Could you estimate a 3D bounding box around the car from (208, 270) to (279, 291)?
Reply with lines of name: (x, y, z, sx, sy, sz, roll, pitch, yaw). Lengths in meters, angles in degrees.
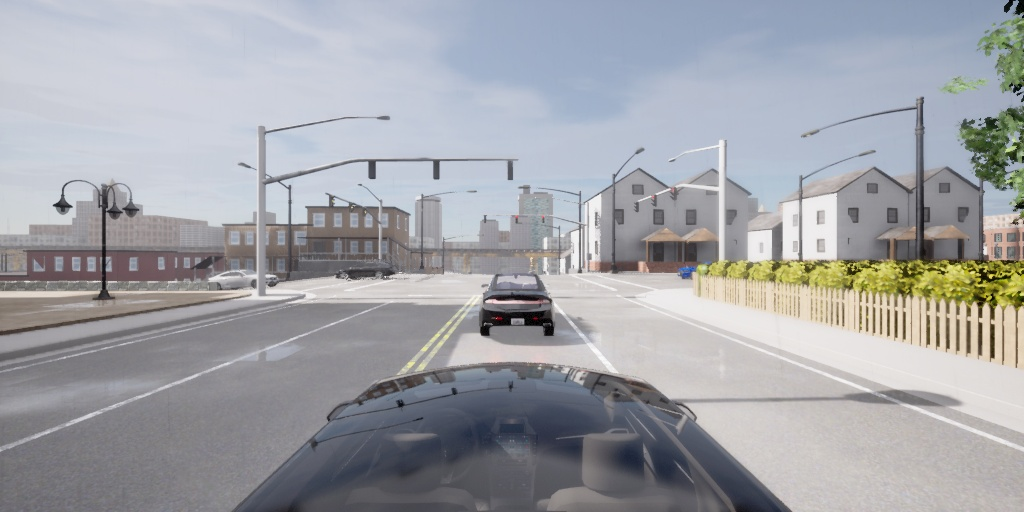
car: (-19.659, 1.742, 26.244, 4.674, 1.442, 1.812, -4, 0, 1)

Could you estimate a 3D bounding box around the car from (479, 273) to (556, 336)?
car: (0.118, 1.242, 10.372, 2.128, 1.511, 4.902, 0, 0, 0)

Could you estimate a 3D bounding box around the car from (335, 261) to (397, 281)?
car: (-12.214, 1.233, 30.047, 4.892, 1.490, 1.837, -2, 0, -1)

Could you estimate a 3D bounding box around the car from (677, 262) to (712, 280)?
car: (16.668, 1.228, 30.409, 5.008, 1.535, 1.882, 0, 0, -1)
